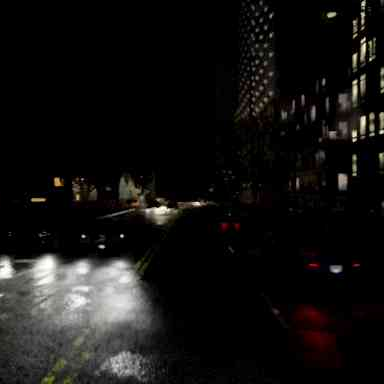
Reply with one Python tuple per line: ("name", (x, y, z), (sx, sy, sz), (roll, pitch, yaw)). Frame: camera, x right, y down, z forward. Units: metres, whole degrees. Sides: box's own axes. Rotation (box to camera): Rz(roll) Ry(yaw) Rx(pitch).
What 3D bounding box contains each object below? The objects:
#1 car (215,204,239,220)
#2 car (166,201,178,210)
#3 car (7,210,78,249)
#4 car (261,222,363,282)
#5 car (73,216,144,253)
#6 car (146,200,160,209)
("car", (3.356, 1.851, 32.144), (2.128, 1.511, 4.902), (0, -1, 0))
("car", (-3.274, 2.200, 56.163), (2.033, 1.411, 5.357), (0, -1, 1))
("car", (-6.597, 1.645, 15.563), (1.882, 1.535, 5.008), (0, -1, 0))
("car", (3.349, 1.634, 10.031), (1.812, 1.442, 4.674), (0, -1, 0))
("car", (-3.349, 1.758, 14.612), (1.895, 1.301, 4.718), (0, -1, 0))
("car", (-6.530, 2.188, 56.972), (1.812, 1.442, 4.674), (0, -1, 1))
